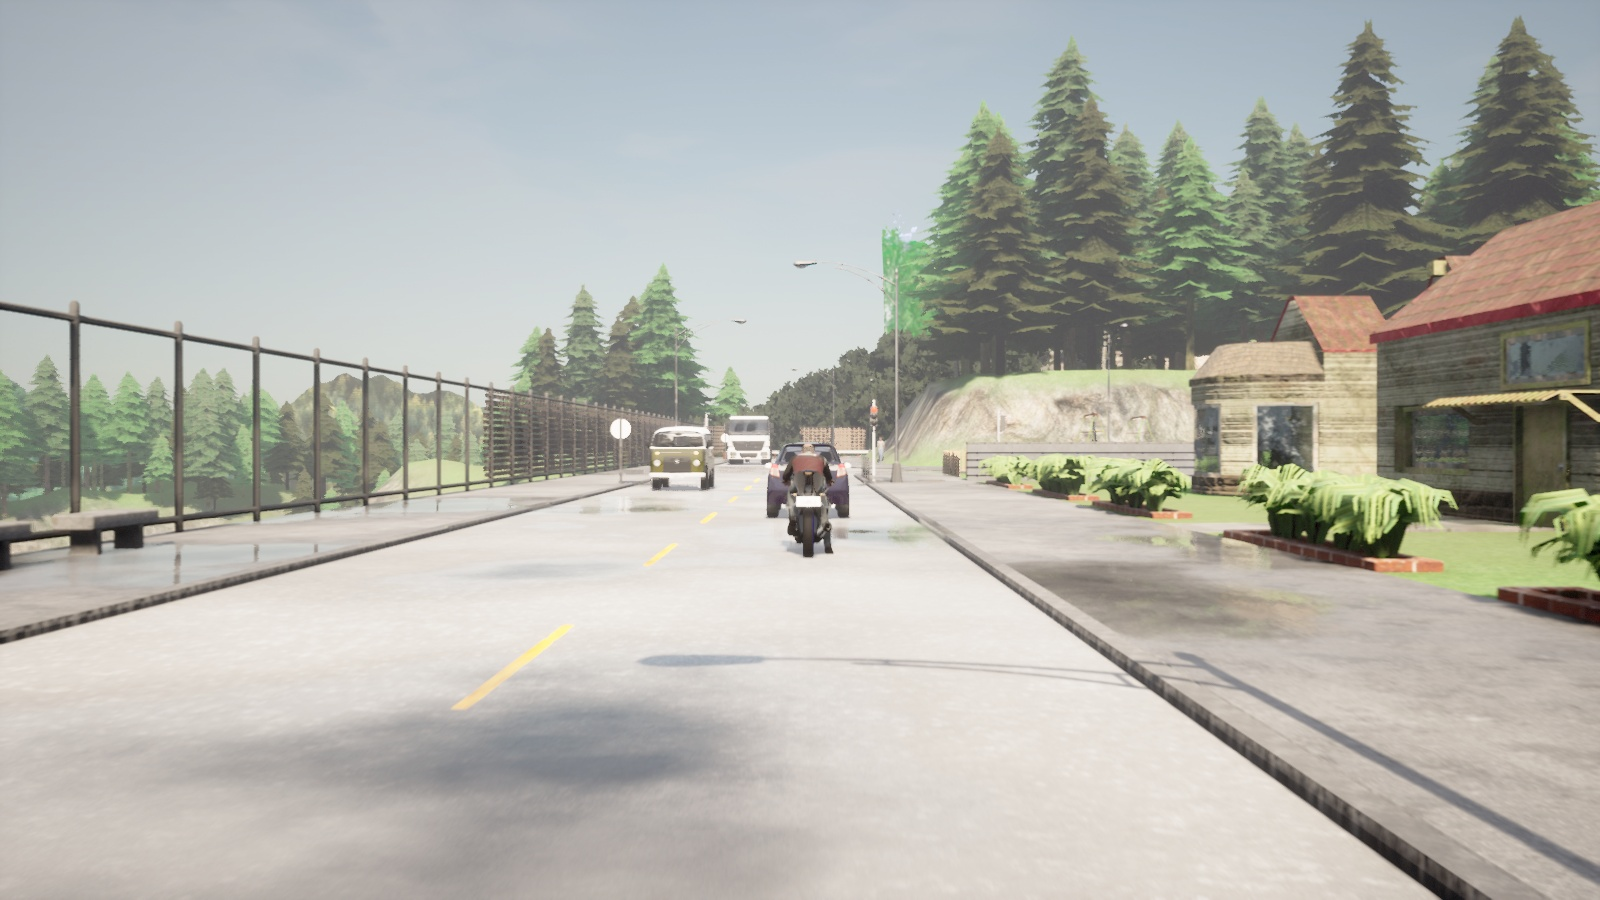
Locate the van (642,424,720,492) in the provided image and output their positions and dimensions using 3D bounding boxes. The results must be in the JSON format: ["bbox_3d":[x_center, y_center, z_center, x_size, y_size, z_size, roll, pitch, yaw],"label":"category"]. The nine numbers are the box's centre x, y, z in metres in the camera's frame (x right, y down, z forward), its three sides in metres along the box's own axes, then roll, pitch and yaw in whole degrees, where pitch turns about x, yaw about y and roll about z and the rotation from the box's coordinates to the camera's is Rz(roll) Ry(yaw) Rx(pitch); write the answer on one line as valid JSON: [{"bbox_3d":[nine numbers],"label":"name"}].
[{"bbox_3d":[-3.747,0.241,40.250,2.069,2.038,4.480,0,0,0],"label":"van"}]

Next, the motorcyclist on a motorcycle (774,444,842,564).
[{"bbox_3d":[0.113,0.685,17.131,0.866,1.530,2.191,0,0,0],"label":"motorcyclist on a motorcycle"}]

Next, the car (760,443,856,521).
[{"bbox_3d":[0.166,0.613,26.086,1.845,1.501,3.633,0,0,0],"label":"car"}]

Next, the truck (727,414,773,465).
[{"bbox_3d":[-3.451,-0.737,88.515,2.891,3.462,7.936,0,0,0],"label":"truck"}]
